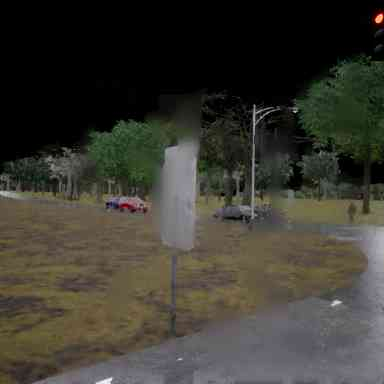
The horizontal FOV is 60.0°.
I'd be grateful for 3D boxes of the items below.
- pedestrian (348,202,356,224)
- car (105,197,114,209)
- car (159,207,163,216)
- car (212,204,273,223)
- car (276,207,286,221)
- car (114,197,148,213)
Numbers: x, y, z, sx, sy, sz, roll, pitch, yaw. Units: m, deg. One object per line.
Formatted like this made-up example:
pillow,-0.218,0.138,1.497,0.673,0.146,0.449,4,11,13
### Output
pedestrian,13.354,1.718,27.813,0.375,1.860,0.375,2,-1,-36
car,-13.341,1.920,58.231,2.150,2.045,5.566,3,-2,-35
car,-1.849,1.928,35.896,1.994,1.385,4.181,3,-2,-37
car,3.963,1.793,27.840,2.033,1.411,5.357,3,-2,-36
car,6.365,1.902,30.835,1.837,1.490,4.892,3,-2,-36
car,-7.937,1.680,44.424,2.150,2.045,5.566,3,-2,-35
